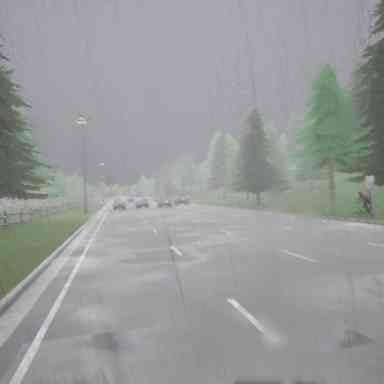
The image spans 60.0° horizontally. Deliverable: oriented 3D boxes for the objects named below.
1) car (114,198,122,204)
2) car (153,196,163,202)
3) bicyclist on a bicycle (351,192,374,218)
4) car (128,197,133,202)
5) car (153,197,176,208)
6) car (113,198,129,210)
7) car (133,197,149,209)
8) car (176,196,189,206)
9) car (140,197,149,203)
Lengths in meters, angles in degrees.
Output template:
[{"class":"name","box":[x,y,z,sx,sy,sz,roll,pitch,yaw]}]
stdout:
[{"class":"car","box":[-20.256,2.427,91.131,2.033,1.411,5.357,-3,0,-13]},{"class":"car","box":[-9.322,1.935,90.362,1.994,1.385,4.181,-3,0,-13]},{"class":"bicyclist on a bicycle","box":[10.610,0.798,20.701,1.656,1.620,0.582,-2,0,-13]},{"class":"car","box":[-16.652,2.221,91.046,1.837,1.490,4.892,-3,0,-13]},{"class":"car","box":[-4.471,1.670,53.359,2.128,1.511,4.902,-3,0,-13]},{"class":"car","box":[-11.337,2.097,52.067,1.895,1.301,4.718,-3,0,-13]},{"class":"car","box":[-7.905,1.938,52.719,1.895,1.301,4.718,-3,0,-13]},{"class":"car","box":[-1.935,1.410,57.922,2.097,1.767,4.553,-3,0,-13]},{"class":"car","box":[-12.942,2.074,90.504,1.812,1.442,4.674,-3,0,-13]}]
